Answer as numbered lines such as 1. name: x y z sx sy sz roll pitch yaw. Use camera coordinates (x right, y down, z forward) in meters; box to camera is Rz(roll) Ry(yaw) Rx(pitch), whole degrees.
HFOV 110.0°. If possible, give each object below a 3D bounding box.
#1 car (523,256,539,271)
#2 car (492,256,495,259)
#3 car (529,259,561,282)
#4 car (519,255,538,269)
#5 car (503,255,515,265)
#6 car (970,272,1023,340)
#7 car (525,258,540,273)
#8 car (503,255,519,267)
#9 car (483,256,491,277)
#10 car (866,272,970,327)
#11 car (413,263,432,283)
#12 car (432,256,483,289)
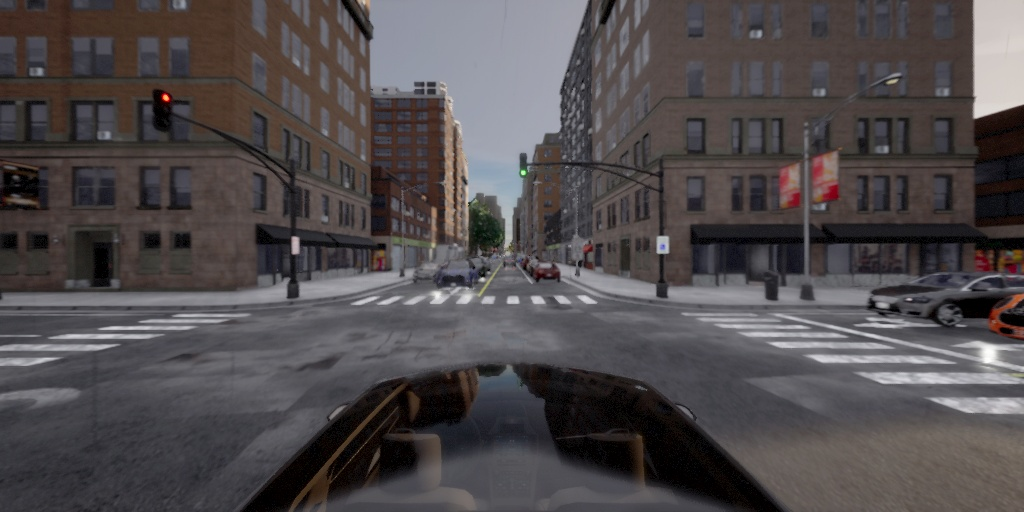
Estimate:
1. car: 2.390 1.024 37.610 1.751 1.417 4.829 0 0 -1
2. car: -3.421 1.039 42.290 2.033 1.411 5.357 0 0 0
3. car: 2.507 1.124 26.427 1.888 1.381 4.507 0 0 -1
4. car: 2.334 0.777 42.946 2.192 1.841 5.009 0 0 -1
5. car: -0.557 0.701 64.253 2.097 1.767 4.553 0 0 -1
6. car: 13.415 1.104 7.632 4.553 1.767 2.097 0 0 0
7. car: 2.449 1.104 31.934 1.948 1.339 4.313 0 0 -1
8. car: -0.350 0.897 53.903 2.128 1.511 4.902 0 0 -1
9. car: -3.325 0.915 32.091 2.097 1.767 4.553 0 0 -1
10. car: 13.719 1.239 10.901 4.902 1.511 2.128 0 0 0
11. car: -6.019 1.168 26.342 2.007 1.370 4.403 0 0 -1
12. car: -3.253 0.989 22.220 2.097 1.767 4.553 0 0 0
